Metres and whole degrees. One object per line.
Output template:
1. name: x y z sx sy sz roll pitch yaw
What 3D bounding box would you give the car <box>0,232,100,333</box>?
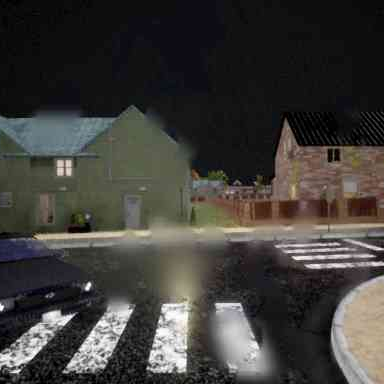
1. car: -4.078 1.592 7.010 5.357 1.411 2.033 -2 -1 44
